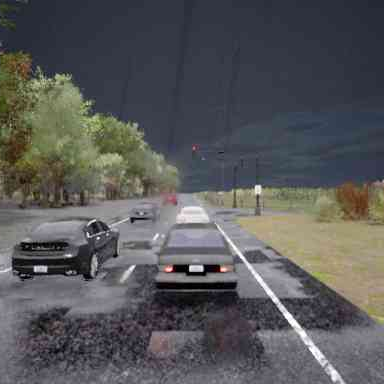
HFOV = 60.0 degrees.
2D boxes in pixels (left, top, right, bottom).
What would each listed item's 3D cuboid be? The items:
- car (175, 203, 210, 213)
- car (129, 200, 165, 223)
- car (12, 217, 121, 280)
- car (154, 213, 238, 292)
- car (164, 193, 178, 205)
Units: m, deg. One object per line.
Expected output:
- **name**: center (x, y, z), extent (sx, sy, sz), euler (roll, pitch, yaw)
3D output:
- **car**: center (0.037, 1.515, 18.606), extent (1.812, 1.442, 4.674), euler (0, 0, 0)
- **car**: center (-3.464, 1.533, 25.225), extent (2.033, 1.411, 5.357), euler (0, 0, 0)
- **car**: center (-3.424, 1.498, 9.932), extent (1.837, 1.490, 4.892), euler (0, 0, 0)
- **car**: center (0.077, 1.542, 9.022), extent (2.033, 1.411, 5.357), euler (0, 0, 0)
- **car**: center (-3.549, 1.183, 56.312), extent (2.150, 2.045, 5.566), euler (0, 0, 0)
